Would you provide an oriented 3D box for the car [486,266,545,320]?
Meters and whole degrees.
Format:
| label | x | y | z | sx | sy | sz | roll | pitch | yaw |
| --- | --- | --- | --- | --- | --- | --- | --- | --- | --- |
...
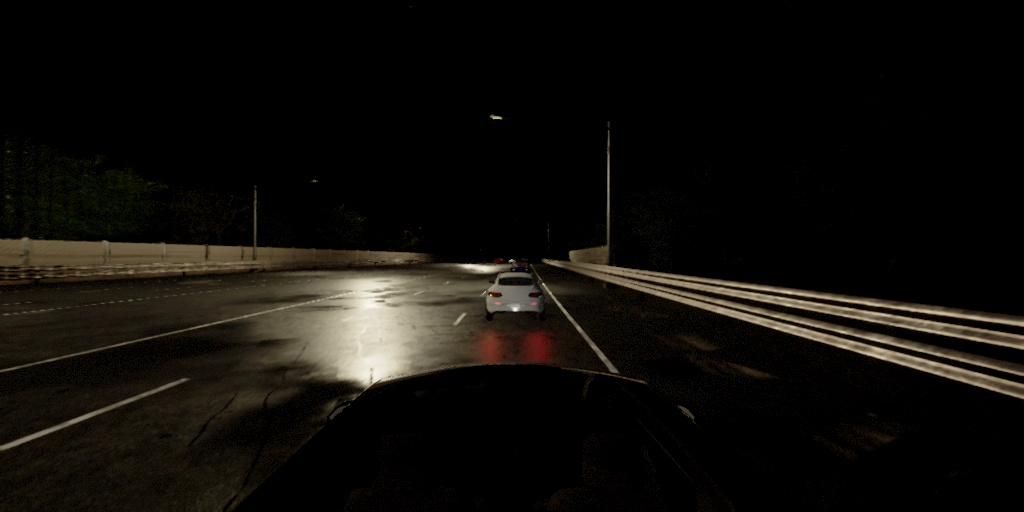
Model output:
| label | x | y | z | sx | sy | sz | roll | pitch | yaw |
| --- | --- | --- | --- | --- | --- | --- | --- | --- | --- |
| car | 0.140 | 1.264 | 12.488 | 1.812 | 1.442 | 4.674 | 0 | 0 | 1 |

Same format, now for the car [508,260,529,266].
| label | x | y | z | sx | sy | sz | roll | pitch | yaw |
| --- | --- | --- | --- | --- | --- | --- | --- | --- | --- |
| car | 0.813 | 1.333 | 35.391 | 1.895 | 1.301 | 4.718 | 0 | 0 | 2 |
